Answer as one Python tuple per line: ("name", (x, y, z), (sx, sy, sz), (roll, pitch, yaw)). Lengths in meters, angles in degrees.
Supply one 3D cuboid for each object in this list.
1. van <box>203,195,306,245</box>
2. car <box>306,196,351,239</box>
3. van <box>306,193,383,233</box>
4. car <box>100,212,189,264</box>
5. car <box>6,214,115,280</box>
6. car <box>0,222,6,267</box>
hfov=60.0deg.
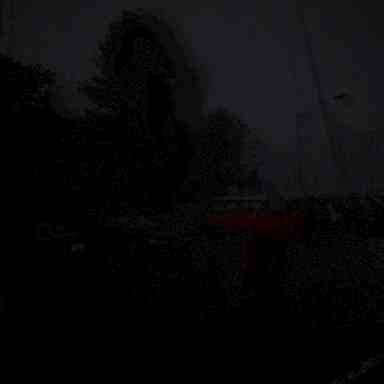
("van", (2.522, 1.190, 15.121), (4.442, 1.987, 1.878), (-1, 0, 36))
("car", (5.135, 1.264, 16.713), (4.553, 1.767, 2.185), (-1, 0, 36))
("van", (7.699, 1.138, 18.343), (4.442, 1.987, 1.878), (-1, -1, 36))
("car", (-2.357, 1.463, 11.689), (4.892, 1.521, 2.231), (-1, -1, 36))
("car", (-4.859, 1.516, 9.997), (4.792, 1.488, 2.163), (-1, 0, 36))
("car", (-7.346, 1.260, 8.289), (5.566, 2.045, 2.435), (-1, 0, 35))
